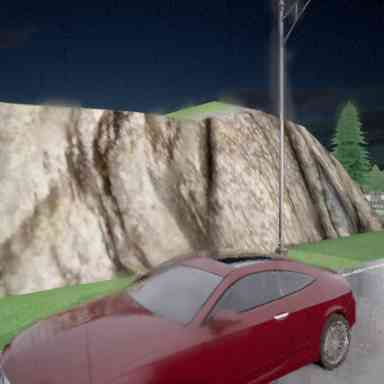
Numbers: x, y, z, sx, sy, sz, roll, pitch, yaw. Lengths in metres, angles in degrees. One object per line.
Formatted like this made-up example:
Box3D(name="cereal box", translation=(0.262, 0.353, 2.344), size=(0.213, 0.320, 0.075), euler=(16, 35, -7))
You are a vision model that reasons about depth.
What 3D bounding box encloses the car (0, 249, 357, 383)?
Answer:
Box3D(name="car", translation=(0.255, 1.526, 4.179), size=(4.674, 1.442, 1.812), euler=(0, 0, -36))
